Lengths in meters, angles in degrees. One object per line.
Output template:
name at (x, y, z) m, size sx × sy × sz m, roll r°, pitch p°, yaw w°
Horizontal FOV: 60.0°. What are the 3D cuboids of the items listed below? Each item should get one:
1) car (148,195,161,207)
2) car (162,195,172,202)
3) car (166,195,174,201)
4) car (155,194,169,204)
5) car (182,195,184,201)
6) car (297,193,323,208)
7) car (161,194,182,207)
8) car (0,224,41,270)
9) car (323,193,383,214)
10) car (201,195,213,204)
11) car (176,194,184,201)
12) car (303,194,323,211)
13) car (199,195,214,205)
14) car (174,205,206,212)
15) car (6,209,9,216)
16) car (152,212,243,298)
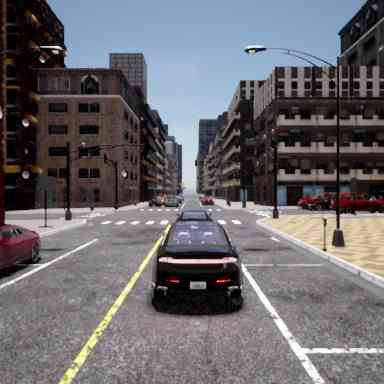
car at (-5.637, 1.574, 51.300) m, size 1.947 × 1.339 × 4.313 m, roll 0°, pitch 0°, yaw 0°
car at (-5.613, 1.461, 74.031) m, size 1.967 × 1.590 × 4.097 m, roll 0°, pitch 0°, yaw 0°
car at (-5.601, 1.470, 85.396) m, size 1.967 × 1.590 × 4.097 m, roll 0°, pitch 0°, yaw 0°
car at (-5.626, 1.329, 62.666) m, size 2.192 × 1.841 × 5.009 m, roll 0°, pitch 0°, yaw 0°
car at (-2.946, 1.617, 67.081) m, size 1.895 × 1.301 × 4.718 m, roll 0°, pitch 0°, yaw 0°
car at (14.598, 1.010, 37.595) m, size 5.009 × 1.841 × 2.192 m, roll -1°, pitch 1°, yaw 0°
car at (-3.035, 1.360, 50.017) m, size 2.097 × 1.767 × 4.553 m, roll 0°, pitch 0°, yaw 0°
car at (-5.732, 1.581, 9.277) m, size 1.802 × 1.307 × 4.206 m, roll 0°, pitch 0°, yaw 0°
car at (14.724, 1.025, 29.217) m, size 5.009 × 1.841 × 2.192 m, roll -1°, pitch 1°, yaw 0°
car at (2.755, 1.454, 62.659) m, size 1.967 × 1.590 × 4.097 m, roll 0°, pitch 0°, yaw 0°
car at (-2.915, 1.388, 82.196) m, size 1.882 × 1.535 × 5.008 m, roll 0°, pitch 0°, yaw 0°
car at (14.602, 1.226, 35.024) m, size 4.674 × 1.442 × 1.812 m, roll -1°, pitch 0°, yaw 0°
car at (2.748, 1.451, 56.976) m, size 1.967 × 1.590 × 4.097 m, roll 0°, pitch 0°, yaw 0°
car at (0.116, 1.562, 17.099) m, size 1.994 × 1.385 × 4.181 m, roll 0°, pitch 0°, yaw 0°
car at (-19.993, 1.849, 31.558) m, size 4.892 × 1.490 × 1.837 m, roll -1°, pitch 0°, yaw 0°
car at (0.111, 1.490, 8.484) m, size 2.128 × 1.511 × 4.902 m, roll 0°, pitch 0°, yaw 0°
